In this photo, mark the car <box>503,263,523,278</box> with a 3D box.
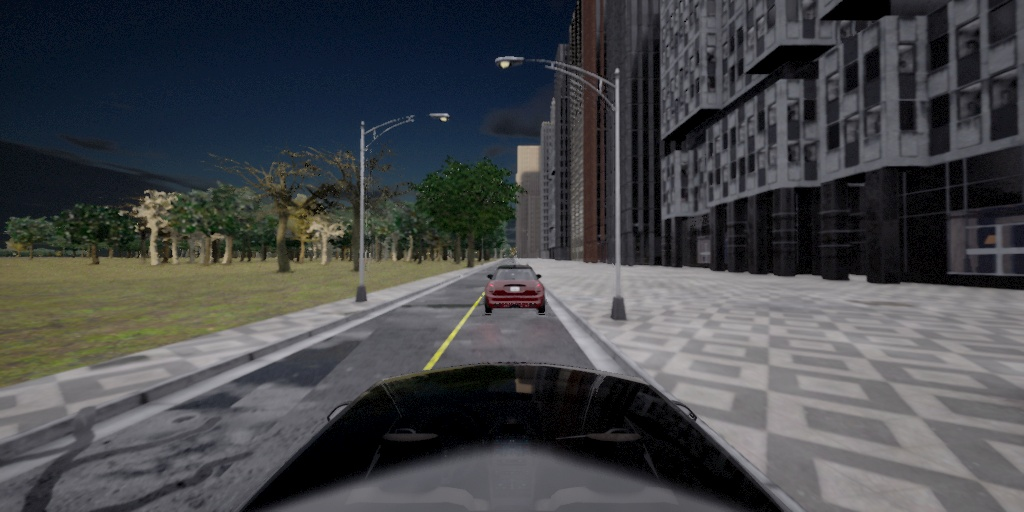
[{"bbox_3d":[0.089,1.400,35.351,1.895,1.301,4.718,0,0,0],"label":"car"}]

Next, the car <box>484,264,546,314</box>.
[{"bbox_3d":[0.097,1.116,13.950,2.097,1.767,4.553,0,0,0],"label":"car"}]
